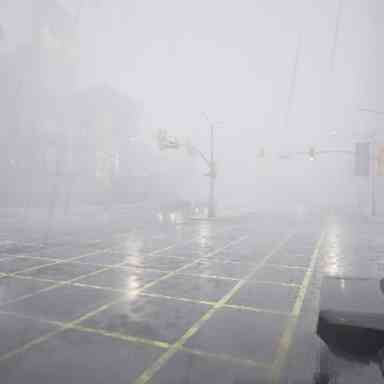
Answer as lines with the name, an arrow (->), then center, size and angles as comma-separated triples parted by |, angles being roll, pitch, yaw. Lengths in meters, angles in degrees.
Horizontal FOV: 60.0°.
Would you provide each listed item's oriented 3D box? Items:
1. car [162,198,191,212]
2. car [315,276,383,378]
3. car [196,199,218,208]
car -> -1.769, 1.484, 39.277 | 1.882, 1.535, 5.008 | 0, 0, 25
car -> 3.983, 1.601, 3.863 | 4.718, 1.301, 1.895 | 0, 0, 23
car -> 2.201, 1.612, 48.689 | 1.895, 1.301, 4.718 | 0, 0, 23
